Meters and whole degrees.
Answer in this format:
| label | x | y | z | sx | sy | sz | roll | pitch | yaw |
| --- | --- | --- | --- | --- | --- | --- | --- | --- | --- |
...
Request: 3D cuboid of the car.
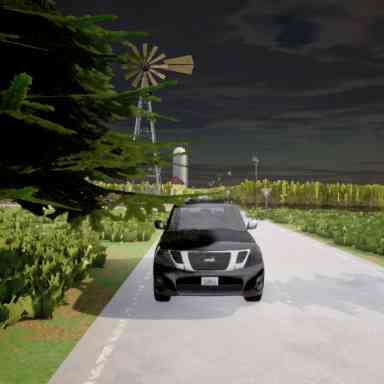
| label | x | y | z | sx | sy | sz | roll | pitch | yaw |
| --- | --- | --- | --- | --- | --- | --- | --- | --- | --- |
| car | 0.330 | 1.221 | 8.638 | 2.150 | 2.045 | 5.566 | 0 | 0 | 0 |
